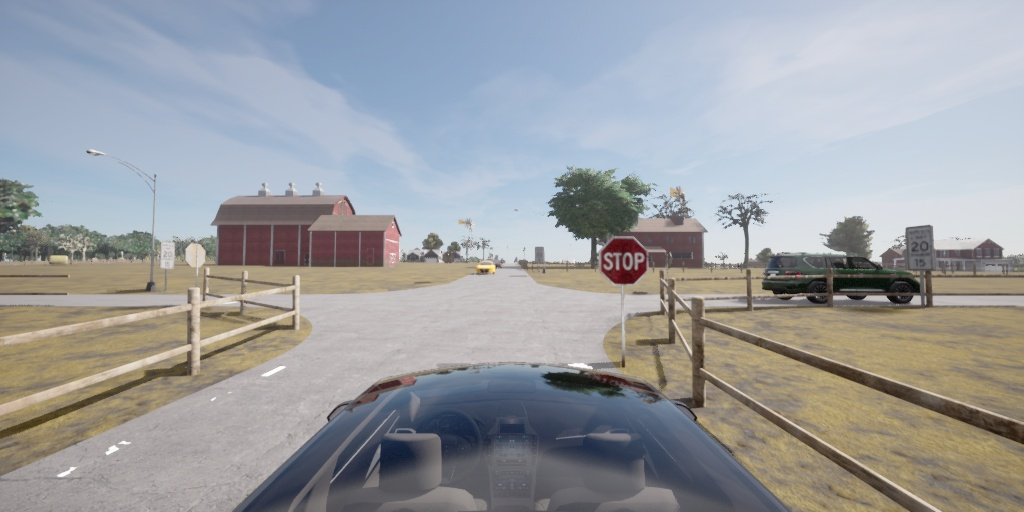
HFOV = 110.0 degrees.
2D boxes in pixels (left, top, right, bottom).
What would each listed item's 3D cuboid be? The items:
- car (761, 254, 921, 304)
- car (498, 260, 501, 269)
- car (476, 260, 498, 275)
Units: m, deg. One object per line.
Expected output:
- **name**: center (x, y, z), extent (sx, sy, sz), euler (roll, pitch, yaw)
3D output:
- **car**: center (13.903, 0.940, 15.413), extent (5.566, 2.045, 2.150), euler (0, -2, 0)
- **car**: center (-2.851, 1.395, 62.358), extent (1.882, 1.535, 5.008), euler (0, 0, 0)
- **car**: center (-2.883, 1.298, 40.025), extent (1.882, 1.535, 5.008), euler (0, 0, 0)
